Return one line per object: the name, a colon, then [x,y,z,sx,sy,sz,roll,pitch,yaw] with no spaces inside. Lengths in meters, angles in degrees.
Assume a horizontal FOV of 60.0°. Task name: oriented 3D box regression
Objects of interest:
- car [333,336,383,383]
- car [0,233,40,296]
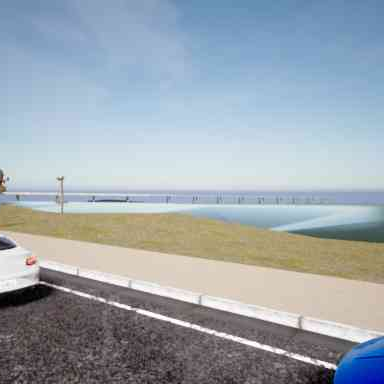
car: [3.245,1.478,1.365,5.008,1.535,1.882,0,0,36]
car: [-5.262,1.525,7.458,4.674,1.442,1.812,0,0,35]
